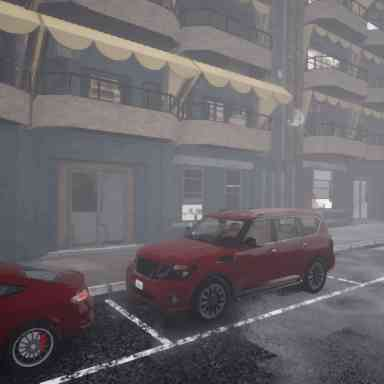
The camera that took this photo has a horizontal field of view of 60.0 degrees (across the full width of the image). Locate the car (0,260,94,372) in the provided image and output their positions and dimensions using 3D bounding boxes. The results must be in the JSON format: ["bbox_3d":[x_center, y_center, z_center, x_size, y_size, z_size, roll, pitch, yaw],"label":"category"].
[{"bbox_3d":[-3.384,1.582,4.131,4.206,1.307,1.802,0,1,-35],"label":"car"}]

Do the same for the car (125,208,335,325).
[{"bbox_3d":[1.114,1.318,7.335,5.009,1.841,2.192,0,1,-35],"label":"car"}]
